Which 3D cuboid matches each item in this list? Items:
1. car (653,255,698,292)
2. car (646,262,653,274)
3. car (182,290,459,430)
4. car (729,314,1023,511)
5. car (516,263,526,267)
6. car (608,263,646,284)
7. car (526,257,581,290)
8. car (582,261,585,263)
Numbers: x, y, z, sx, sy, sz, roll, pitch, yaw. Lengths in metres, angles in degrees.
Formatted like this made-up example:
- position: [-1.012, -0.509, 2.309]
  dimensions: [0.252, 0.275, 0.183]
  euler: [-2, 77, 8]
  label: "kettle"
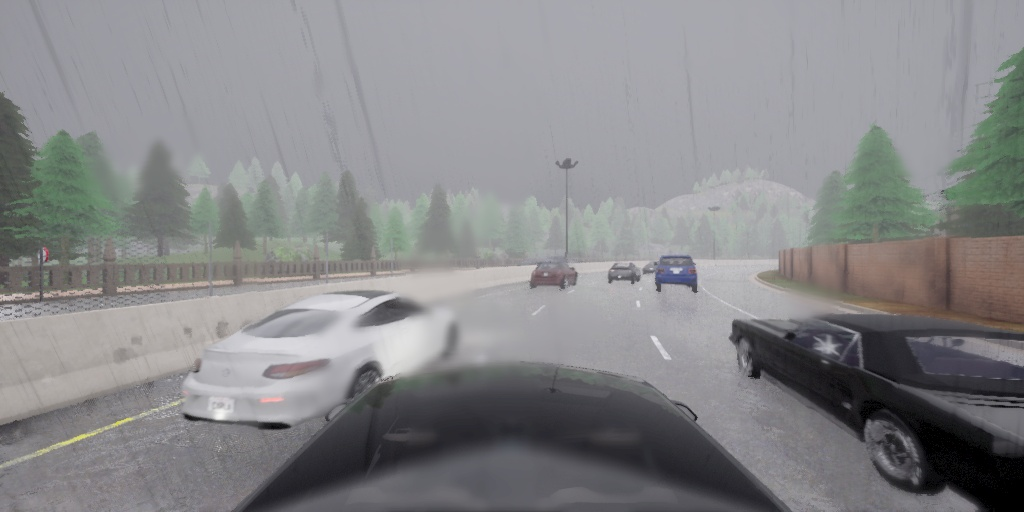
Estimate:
- position: [9.940, 0.968, 21.812]
  dimensions: [2.150, 2.045, 5.566]
  euler: [0, 0, 23]
  label: "car"
- position: [15.748, 1.308, 39.203]
  dimensions: [1.994, 1.385, 4.181]
  euler: [0, 0, 34]
  label: "car"
- position: [-2.361, 1.275, 5.738]
  dimensions: [1.812, 1.442, 4.674]
  euler: [0, 0, 11]
  label: "car"
- position: [4.419, 1.350, 4.251]
  dimensions: [1.895, 1.301, 4.718]
  euler: [0, 0, 11]
  label: "car"
- position: [2.649, 1.289, 51.428]
  dimensions: [2.033, 1.411, 5.357]
  euler: [0, 0, 36]
  label: "car"
- position: [8.510, 1.236, 26.928]
  dimensions: [2.128, 1.511, 4.902]
  euler: [0, 0, 26]
  label: "car"
- position: [2.778, 1.098, 22.640]
  dimensions: [2.097, 1.767, 4.553]
  euler: [0, 0, 21]
  label: "car"
- position: [8.431, 1.291, 47.479]
  dimensions: [2.033, 1.411, 5.357]
  euler: [0, 0, 36]
  label: "car"
